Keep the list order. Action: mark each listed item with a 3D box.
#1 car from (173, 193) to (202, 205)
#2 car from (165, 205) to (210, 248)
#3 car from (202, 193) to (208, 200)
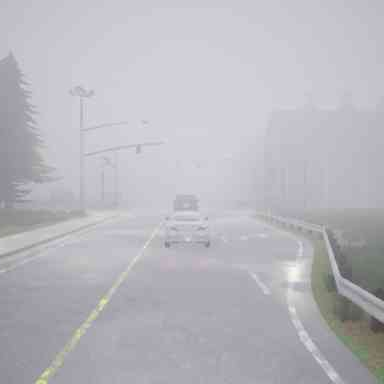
[{"bbox_3d":[-0.544,1.257,29.743,2.150,2.045,5.566,0,0,-1],"label":"car"},{"bbox_3d":[-0.211,1.532,14.716,1.812,1.442,4.674,0,0,-1],"label":"car"},{"bbox_3d":[2.346,1.143,87.141,1.905,1.878,3.866,-8,4,-44],"label":"car"}]
